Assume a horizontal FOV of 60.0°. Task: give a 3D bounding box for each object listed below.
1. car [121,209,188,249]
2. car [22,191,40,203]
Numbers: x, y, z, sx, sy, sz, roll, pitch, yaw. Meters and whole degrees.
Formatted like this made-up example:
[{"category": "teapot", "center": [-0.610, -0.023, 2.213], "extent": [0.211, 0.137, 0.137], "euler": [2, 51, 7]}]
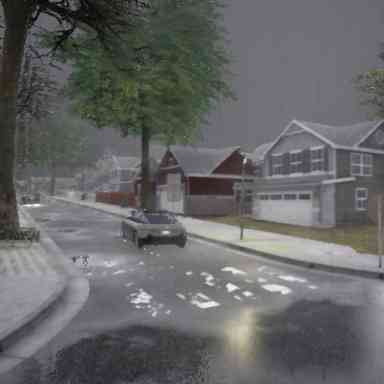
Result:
[{"category": "car", "center": [-1.694, 1.421, 14.029], "extent": [1.994, 1.385, 4.181], "euler": [1, 0, -22]}, {"category": "car", "center": [-21.336, 0.653, 44.023], "extent": [2.128, 1.511, 4.902], "euler": [1, 0, -30]}]
